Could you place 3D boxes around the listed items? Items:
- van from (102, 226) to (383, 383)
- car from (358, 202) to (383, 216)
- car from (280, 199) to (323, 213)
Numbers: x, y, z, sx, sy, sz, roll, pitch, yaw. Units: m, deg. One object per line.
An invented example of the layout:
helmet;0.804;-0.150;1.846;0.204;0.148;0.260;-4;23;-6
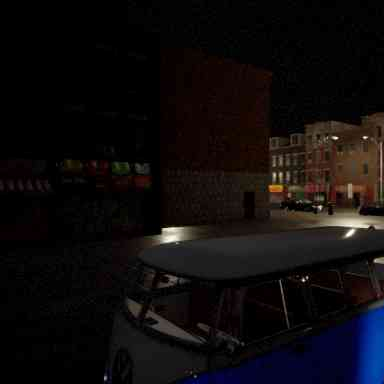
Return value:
van;1.075;1.341;3.587;3.998;1.788;1.690;0;0;-36
car;17.125;1.572;29.575;1.994;1.385;4.181;0;0;-35
car;12.006;1.492;36.762;2.128;1.511;4.902;0;0;-35
